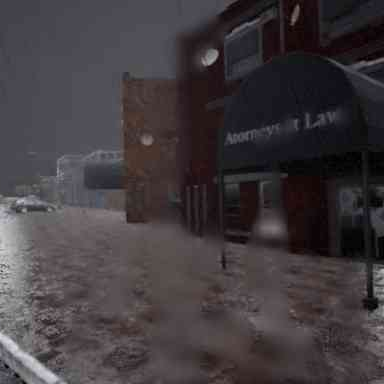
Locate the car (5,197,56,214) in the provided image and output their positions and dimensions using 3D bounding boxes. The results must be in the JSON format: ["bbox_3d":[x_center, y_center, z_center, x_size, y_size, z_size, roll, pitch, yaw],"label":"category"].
[{"bbox_3d":[-18.344,1.710,38.514,2.231,1.521,4.892,-1,-1,40],"label":"car"}]

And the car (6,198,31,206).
[{"bbox_3d":[-38.692,2.226,74.176,2.185,1.767,4.553,-2,-2,40],"label":"car"}]

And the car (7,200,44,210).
[{"bbox_3d":[-25.598,1.971,51.257,2.002,1.452,4.674,-1,-1,40],"label":"car"}]

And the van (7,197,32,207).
[{"bbox_3d":[-37.147,2.077,71.742,1.878,1.987,4.442,-1,-2,40],"label":"van"}]

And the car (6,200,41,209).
[{"bbox_3d":[-28.523,2.049,56.330,2.163,1.488,4.792,-1,-1,40],"label":"car"}]

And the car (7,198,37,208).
[{"bbox_3d":[-31.387,1.985,61.475,2.185,1.767,4.553,-1,-1,40],"label":"car"}]

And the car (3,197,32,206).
[{"bbox_3d":[-41.559,2.208,79.320,2.435,2.045,5.566,-2,-2,40],"label":"car"}]

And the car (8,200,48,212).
[{"bbox_3d":[-22.693,1.882,46.158,2.002,1.452,4.674,-1,-1,40],"label":"car"}]

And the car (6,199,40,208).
[{"bbox_3d":[-29.952,2.066,58.907,2.231,1.521,4.892,-1,-1,40],"label":"car"}]

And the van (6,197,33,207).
[{"bbox_3d":[-34.386,1.976,66.461,1.878,1.987,4.442,-1,-1,40],"label":"van"}]
